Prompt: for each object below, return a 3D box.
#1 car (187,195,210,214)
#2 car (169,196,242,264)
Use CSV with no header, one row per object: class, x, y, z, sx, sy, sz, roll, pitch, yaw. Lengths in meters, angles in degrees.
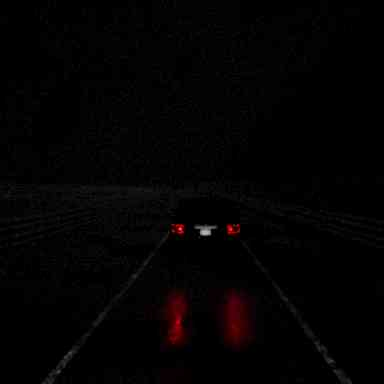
car,0.565,1.164,32.637,2.128,1.511,4.902,0,1,-1
car,0.443,1.172,11.743,2.150,2.045,5.566,0,0,2
